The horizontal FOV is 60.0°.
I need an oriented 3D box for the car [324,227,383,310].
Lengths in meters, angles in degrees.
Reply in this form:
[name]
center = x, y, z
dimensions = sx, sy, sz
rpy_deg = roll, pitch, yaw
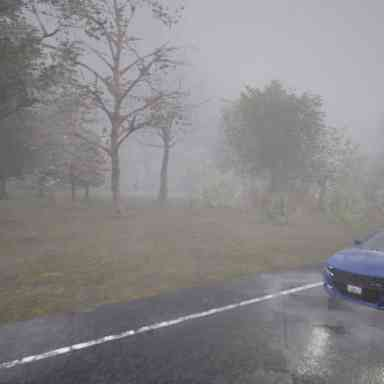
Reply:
[car]
center = 4.997, 1.498, 7.464
dimensions = 5.008, 1.535, 1.882
rpy_deg = 0, 0, -35
